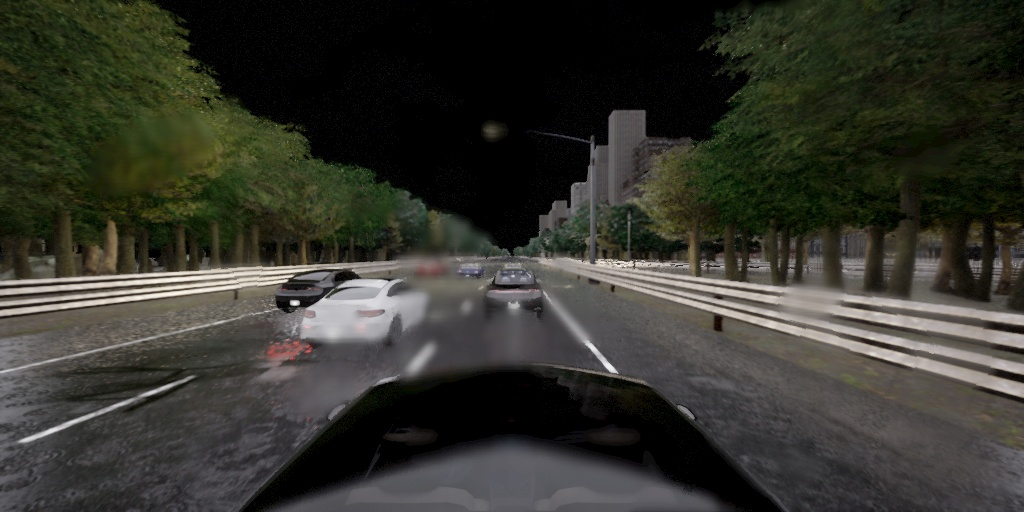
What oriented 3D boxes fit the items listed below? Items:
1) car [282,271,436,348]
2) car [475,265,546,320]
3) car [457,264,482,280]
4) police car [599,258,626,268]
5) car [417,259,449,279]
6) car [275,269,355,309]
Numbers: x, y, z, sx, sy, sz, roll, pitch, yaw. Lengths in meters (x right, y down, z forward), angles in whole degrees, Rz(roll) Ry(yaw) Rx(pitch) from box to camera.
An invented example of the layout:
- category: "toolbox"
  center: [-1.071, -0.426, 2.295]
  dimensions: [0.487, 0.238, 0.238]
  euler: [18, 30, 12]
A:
- category: "car"
  center: [-3.407, 1.270, 9.131]
  dimensions: [1.812, 1.442, 4.674]
  euler: [0, 0, 0]
- category: "car"
  center: [0.092, 1.231, 12.565]
  dimensions: [2.128, 1.511, 4.902]
  euler: [0, 0, 0]
- category: "car"
  center: [-3.419, 1.294, 30.547]
  dimensions: [1.895, 1.301, 4.718]
  euler: [0, 0, 0]
- category: "police car"
  center: [17.399, 1.206, 62.298]
  dimensions: [1.930, 1.638, 5.238]
  euler: [0, 1, -34]
- category: "car"
  center: [-6.918, 1.042, 31.752]
  dimensions: [2.097, 1.767, 4.553]
  euler: [0, 0, 0]
- category: "car"
  center: [-6.907, 1.241, 13.826]
  dimensions: [1.837, 1.490, 4.892]
  euler: [0, 0, 0]
